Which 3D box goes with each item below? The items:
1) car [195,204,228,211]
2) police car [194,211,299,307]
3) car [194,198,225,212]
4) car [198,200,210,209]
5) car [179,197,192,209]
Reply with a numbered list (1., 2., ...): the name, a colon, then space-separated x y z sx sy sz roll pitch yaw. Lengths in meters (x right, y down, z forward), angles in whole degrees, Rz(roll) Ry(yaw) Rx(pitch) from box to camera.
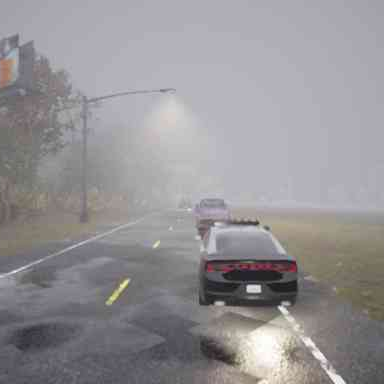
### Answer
1. car: 1.268 1.639 18.181 1.882 1.535 5.008 0 -1 1
2. police car: 1.096 1.490 8.326 1.930 1.638 5.238 0 0 1
3. car: 1.433 1.454 24.192 2.150 2.045 5.566 0 -1 2
4. car: 2.188 2.214 58.940 1.882 1.535 5.008 0 -1 4
5. car: -1.100 1.992 61.005 2.150 2.045 5.566 0 -1 4
